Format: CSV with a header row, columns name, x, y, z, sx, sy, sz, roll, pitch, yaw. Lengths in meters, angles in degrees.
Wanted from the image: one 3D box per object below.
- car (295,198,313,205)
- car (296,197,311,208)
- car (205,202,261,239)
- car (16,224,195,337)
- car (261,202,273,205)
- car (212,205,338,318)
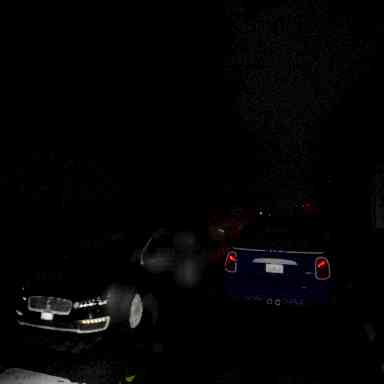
name,x,y,z,sx,sy,sz,roll,pitch,yaw
car,12.610,1.511,37.688,2.033,1.411,5.357,0,0,20
car,15.669,1.470,46.629,1.994,1.385,4.181,0,0,19
car,2.130,1.489,17.206,1.882,1.535,5.008,0,0,19
car,-1.332,1.511,6.998,1.837,1.490,4.892,0,0,17
car,6.346,1.565,29.245,1.994,1.385,4.181,0,0,20
car,2.141,1.357,7.823,2.097,1.767,4.553,0,0,19
